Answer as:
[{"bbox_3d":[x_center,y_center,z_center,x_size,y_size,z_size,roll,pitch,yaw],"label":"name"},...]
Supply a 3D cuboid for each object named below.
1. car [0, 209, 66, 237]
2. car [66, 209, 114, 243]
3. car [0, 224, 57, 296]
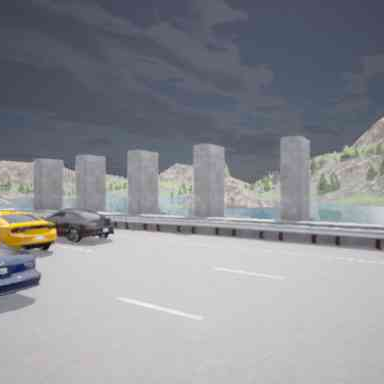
[{"bbox_3d":[-7.391,1.489,12.803,5.008,1.535,1.882,-1,0,31],"label":"car"},{"bbox_3d":[-5.794,1.528,15.927,4.674,1.442,1.812,0,0,31],"label":"car"},{"bbox_3d":[-5.727,1.558,7.644,5.357,1.411,2.033,0,0,33],"label":"car"}]
